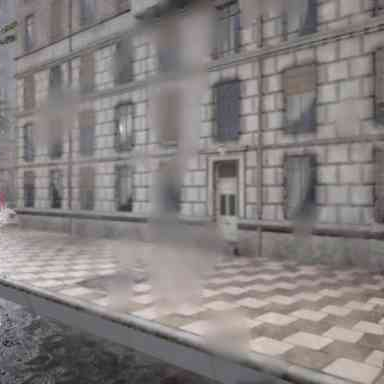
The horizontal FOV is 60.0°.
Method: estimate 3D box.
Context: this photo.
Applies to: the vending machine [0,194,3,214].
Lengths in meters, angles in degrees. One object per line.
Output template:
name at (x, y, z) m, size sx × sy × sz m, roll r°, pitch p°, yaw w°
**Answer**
vending machine at (-20.059, 1.214, 34.016) m, size 1.100 × 2.100 × 0.880 m, roll 0°, pitch 0°, yaw -10°
